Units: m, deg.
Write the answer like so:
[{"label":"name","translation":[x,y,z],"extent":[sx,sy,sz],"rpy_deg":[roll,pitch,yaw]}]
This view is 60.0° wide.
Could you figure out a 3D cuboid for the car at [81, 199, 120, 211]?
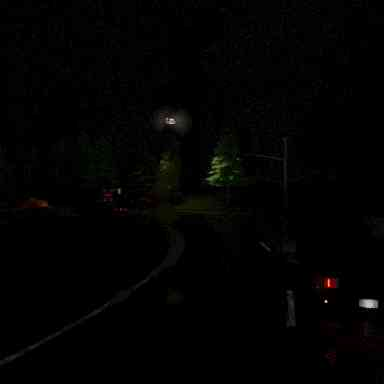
[{"label":"car","translation":[-11.198,1.600,40.637],"extent":[4.718,1.301,1.895],"rpy_deg":[0,0,33]}]

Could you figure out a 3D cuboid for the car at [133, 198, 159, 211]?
[{"label":"car","translation":[-6.386,1.476,41.718],"extent":[5.008,1.535,1.882],"rpy_deg":[0,0,33]}]

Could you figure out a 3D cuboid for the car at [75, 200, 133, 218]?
[{"label":"car","translation":[-8.340,1.547,30.509],"extent":[5.357,1.411,2.033],"rpy_deg":[0,0,33]}]

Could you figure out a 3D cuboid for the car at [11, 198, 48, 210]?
[{"label":"car","translation":[-20.434,1.476,42.381],"extent":[5.008,1.535,1.882],"rpy_deg":[0,0,33]}]

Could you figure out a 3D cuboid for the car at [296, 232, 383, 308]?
[{"label":"car","translation":[3.520,1.600,7.786],"extent":[1.895,1.301,4.718],"rpy_deg":[0,0,14]}]

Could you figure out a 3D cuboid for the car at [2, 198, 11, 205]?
[{"label":"car","translation":[-30.723,1.599,57.253],"extent":[4.718,1.301,1.895],"rpy_deg":[0,0,33]}]
